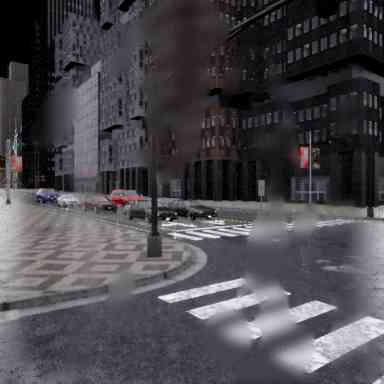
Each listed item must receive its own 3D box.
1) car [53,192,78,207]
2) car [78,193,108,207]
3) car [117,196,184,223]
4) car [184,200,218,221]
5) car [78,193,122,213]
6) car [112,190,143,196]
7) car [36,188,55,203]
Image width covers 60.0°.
[{"bbox_3d":[-14.429,0.985,38.867,1.812,1.442,4.674,0,1,-35],"label":"car"},{"bbox_3d":[-12.500,0.929,41.767,2.128,1.511,4.902,0,1,-36],"label":"car"},{"bbox_3d":[-3.031,1.284,23.209,2.033,1.411,5.357,0,1,-35],"label":"car"},{"bbox_3d":[-0.427,1.280,25.067,2.033,1.411,5.357,0,1,-39],"label":"car"},{"bbox_3d":[-8.631,1.080,30.892,1.882,1.535,5.008,0,1,-36],"label":"car"},{"bbox_3d":[-6.383,0.810,33.327,2.150,2.045,5.566,0,1,-36],"label":"car"},{"bbox_3d":[-20.646,0.521,47.531,2.150,2.045,5.566,0,1,-36],"label":"car"}]
